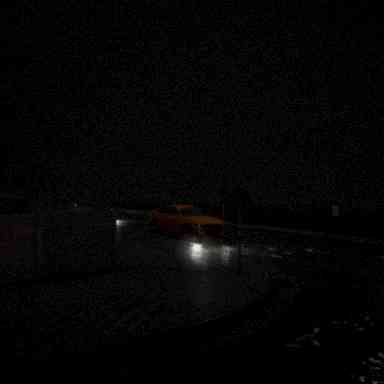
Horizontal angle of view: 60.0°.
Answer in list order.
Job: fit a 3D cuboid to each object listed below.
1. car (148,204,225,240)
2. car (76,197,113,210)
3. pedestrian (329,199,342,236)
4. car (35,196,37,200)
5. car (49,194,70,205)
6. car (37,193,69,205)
[{"bbox_3d":[-0.407,1.413,17.007,1.882,1.535,5.008,1,0,-36],"label":"car"},{"bbox_3d":[-8.247,1.238,27.872,1.882,1.535,5.008,1,0,-36],"label":"car"},{"bbox_3d":[7.140,1.253,16.578,0.375,1.860,0.375,2,-1,-36],"label":"pedestrian"},{"bbox_3d":[-24.910,0.927,55.961,2.033,1.411,5.357,1,0,-36],"label":"car"},{"bbox_3d":[-19.170,1.040,48.013,1.812,1.442,4.674,1,0,-36],"label":"car"},{"bbox_3d":[-16.157,1.071,38.864,2.128,1.511,4.902,1,0,-36],"label":"car"}]
